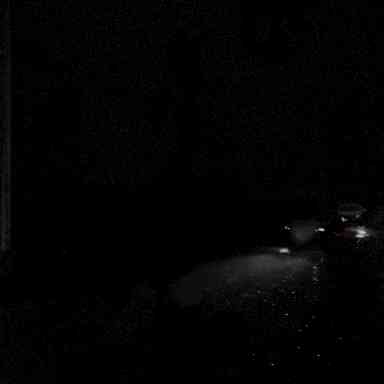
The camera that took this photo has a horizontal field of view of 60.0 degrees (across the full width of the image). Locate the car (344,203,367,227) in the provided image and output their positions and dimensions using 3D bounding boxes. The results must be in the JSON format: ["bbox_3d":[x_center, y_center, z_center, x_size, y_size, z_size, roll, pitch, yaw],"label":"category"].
[{"bbox_3d":[11.128,1.521,23.357,1.812,1.442,4.674,0,0,33],"label":"car"}]

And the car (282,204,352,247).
[{"bbox_3d":[5.638,1.482,15.160,2.128,1.511,4.902,0,0,34],"label":"car"}]
